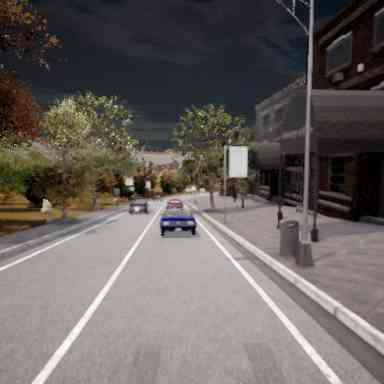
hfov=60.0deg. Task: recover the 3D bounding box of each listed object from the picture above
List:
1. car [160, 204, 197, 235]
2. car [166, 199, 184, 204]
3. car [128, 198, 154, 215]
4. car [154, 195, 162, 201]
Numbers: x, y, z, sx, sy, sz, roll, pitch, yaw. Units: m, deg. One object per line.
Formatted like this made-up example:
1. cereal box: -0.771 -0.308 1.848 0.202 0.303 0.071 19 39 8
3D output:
1. car: -0.802 1.580 18.711 1.895 1.301 4.718 0 0 -3
2. car: -1.851 1.497 36.572 1.812 1.442 4.674 0 0 -3
3. car: -5.443 1.494 34.544 2.128 1.511 4.902 0 0 -3
4. car: -7.779 1.444 75.605 1.994 1.385 4.181 0 0 -3
